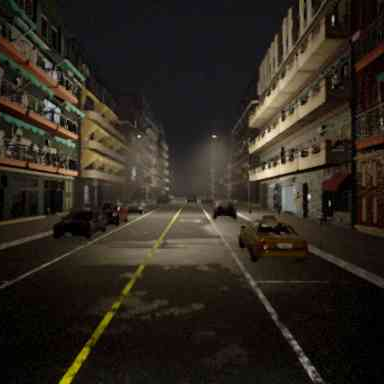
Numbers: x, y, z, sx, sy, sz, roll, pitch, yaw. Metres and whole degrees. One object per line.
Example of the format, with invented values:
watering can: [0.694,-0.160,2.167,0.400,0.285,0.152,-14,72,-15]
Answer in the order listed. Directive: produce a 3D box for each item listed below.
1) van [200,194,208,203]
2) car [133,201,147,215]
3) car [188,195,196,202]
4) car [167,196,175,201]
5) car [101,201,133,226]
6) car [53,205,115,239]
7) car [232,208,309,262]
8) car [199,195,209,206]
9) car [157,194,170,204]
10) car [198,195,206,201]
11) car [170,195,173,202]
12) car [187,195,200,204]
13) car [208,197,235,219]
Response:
van: [2.700,1.423,74.102,1.690,1.788,3.998,0,0,0]
car: [-5.682,1.581,34.451,1.947,1.339,4.313,0,0,0]
car: [0.004,1.435,76.824,1.882,1.535,5.008,0,0,0]
car: [-5.681,1.676,91.097,2.008,1.369,4.403,0,0,0]
car: [-5.682,1.445,23.121,1.967,1.590,4.097,0,0,0]
car: [-5.683,1.568,17.459,1.947,1.339,4.313,0,0,0]
car: [2.697,1.526,11.963,1.752,1.417,4.829,0,0,0]
car: [2.698,1.599,57.109,2.008,1.369,4.403,0,0,0]
car: [-5.681,1.602,62.775,1.887,1.381,4.507,0,0,0]
car: [2.699,1.671,91.096,1.887,1.381,4.507,0,0,0]
car: [-5.680,1.383,68.440,2.192,1.841,5.009,0,0,0]
car: [0.003,1.417,66.756,2.097,1.767,4.553,0,0,0]
car: [2.698,1.451,28.786,1.967,1.590,4.097,0,0,0]
